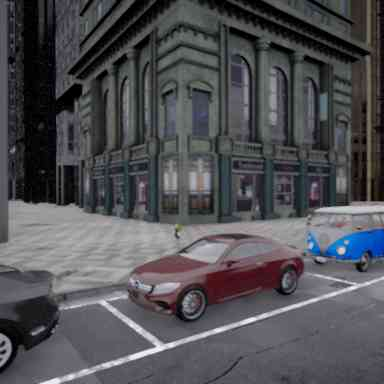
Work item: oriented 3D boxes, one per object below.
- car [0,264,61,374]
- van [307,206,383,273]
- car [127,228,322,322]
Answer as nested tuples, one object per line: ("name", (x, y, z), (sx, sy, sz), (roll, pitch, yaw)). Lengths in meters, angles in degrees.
("car", (-3.893, 1.552, 3.875), (4.403, 1.369, 2.008), (0, 0, -36))
("van", (5.284, 1.340, 10.423), (3.998, 1.788, 1.690), (0, 0, -36))
("car", (0.696, 1.582, 7.149), (4.206, 1.307, 1.802), (0, 0, -36))
